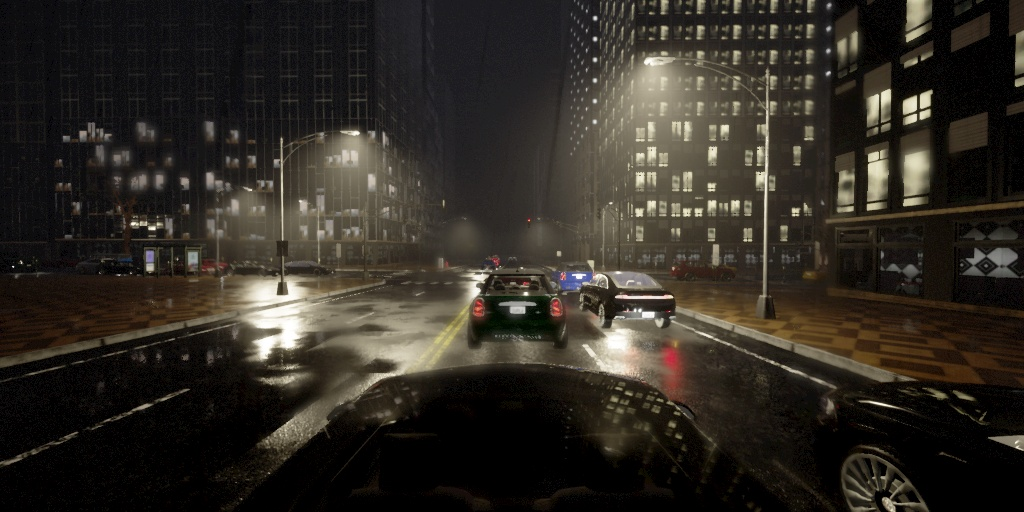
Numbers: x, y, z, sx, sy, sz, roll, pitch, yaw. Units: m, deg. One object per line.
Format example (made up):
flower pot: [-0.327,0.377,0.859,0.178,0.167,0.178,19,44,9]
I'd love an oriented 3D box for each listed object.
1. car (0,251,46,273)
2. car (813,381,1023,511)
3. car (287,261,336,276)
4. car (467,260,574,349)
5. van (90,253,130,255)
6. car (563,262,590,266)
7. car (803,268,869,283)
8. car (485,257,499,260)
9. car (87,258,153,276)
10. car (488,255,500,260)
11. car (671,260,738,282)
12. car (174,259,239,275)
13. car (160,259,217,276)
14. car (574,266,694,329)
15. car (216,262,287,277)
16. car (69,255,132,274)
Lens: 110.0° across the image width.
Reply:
car: [-49.577,0.539,34.684,5.566,2.045,2.150,1,1,-1]
car: [3.344,1.242,0.881,2.128,1.511,4.902,0,0,0]
car: [-19.661,1.139,33.972,5.357,1.411,2.033,0,1,0]
car: [0.111,1.099,9.300,2.097,1.767,4.553,0,0,0]
van: [-45.233,0.605,40.344,3.998,1.789,1.690,0,0,1]
car: [3.376,1.092,20.115,2.097,1.767,4.553,0,0,0]
car: [27.683,1.579,30.550,4.829,1.417,1.751,0,0,1]
car: [-3.277,1.241,50.801,1.812,1.442,4.674,0,0,0]
car: [-34.054,1.069,31.668,4.313,1.339,1.948,0,0,1]
car: [-3.245,0.925,61.025,2.150,2.045,5.566,0,0,0]
car: [16.235,1.269,30.763,5.009,1.841,2.192,0,0,1]
car: [-29.068,1.031,34.191,4.674,1.442,1.812,1,1,1]
car: [-28.373,1.138,31.487,4.207,1.307,1.802,0,0,1]
car: [3.364,1.237,11.273,2.128,1.511,4.902,0,0,0]
car: [-22.690,1.173,31.345,4.313,1.339,1.948,0,0,1]
car: [-38.922,0.942,34.411,4.674,1.442,1.812,1,1,2]
